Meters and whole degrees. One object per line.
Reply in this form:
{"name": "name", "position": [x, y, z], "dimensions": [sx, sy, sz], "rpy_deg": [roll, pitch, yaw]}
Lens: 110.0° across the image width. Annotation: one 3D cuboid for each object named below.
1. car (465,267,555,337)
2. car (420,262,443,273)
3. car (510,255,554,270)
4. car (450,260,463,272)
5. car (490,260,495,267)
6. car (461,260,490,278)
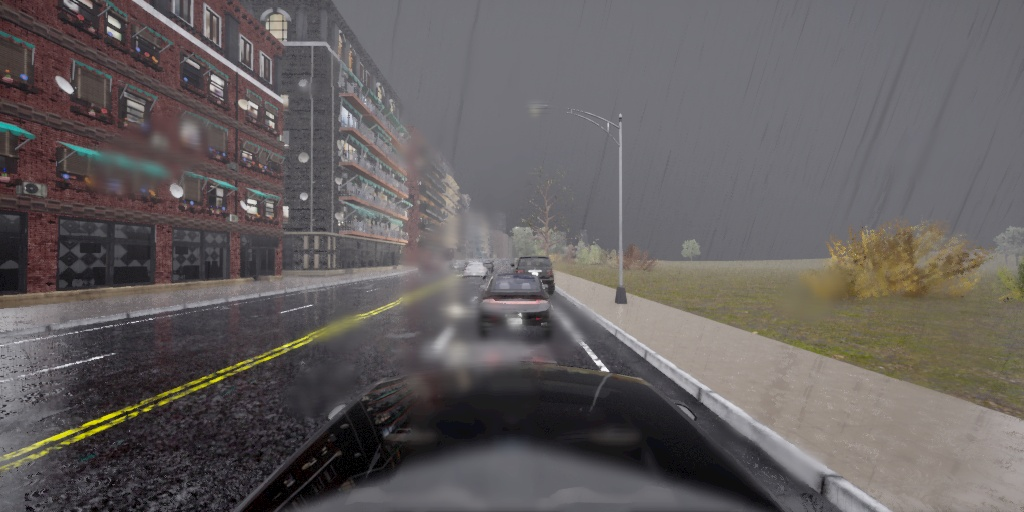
{"name": "car", "position": [0.092, 1.243, 10.303], "dimensions": [2.128, 1.511, 4.902], "rpy_deg": [0, 0, 0]}
{"name": "car", "position": [-9.890, 1.352, 44.075], "dimensions": [1.895, 1.301, 4.718], "rpy_deg": [0, 0, 0]}
{"name": "car", "position": [1.120, 0.977, 20.174], "dimensions": [2.150, 2.045, 5.566], "rpy_deg": [0, 0, 0]}
{"name": "car", "position": [-6.641, 1.243, 45.565], "dimensions": [2.128, 1.511, 4.902], "rpy_deg": [0, 0, 0]}
{"name": "car", "position": [-3.195, 1.243, 45.086], "dimensions": [2.128, 1.511, 4.902], "rpy_deg": [0, 0, 0]}
{"name": "car", "position": [-3.187, 1.278, 32.147], "dimensions": [1.812, 1.442, 4.674], "rpy_deg": [0, 0, -1]}
